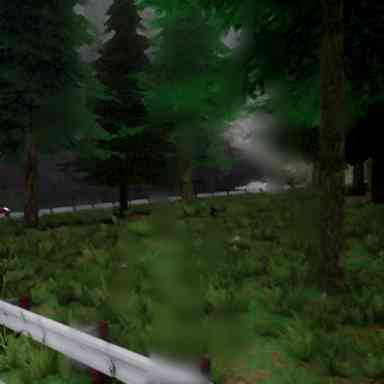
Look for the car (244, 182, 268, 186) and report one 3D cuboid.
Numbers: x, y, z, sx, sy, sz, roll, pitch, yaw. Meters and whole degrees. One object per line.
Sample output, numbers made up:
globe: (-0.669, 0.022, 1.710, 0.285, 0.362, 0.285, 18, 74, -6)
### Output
car: (6.835, -0.421, 37.872, 4.674, 1.442, 1.812, -4, 0, -1)
